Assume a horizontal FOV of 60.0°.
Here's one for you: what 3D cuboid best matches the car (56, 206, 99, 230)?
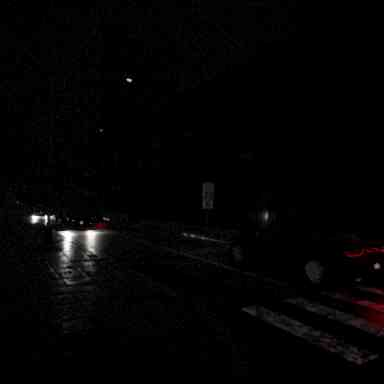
[{"bbox_3d":[-8.344,1.771,23.491,1.837,1.490,4.892,2,-2,-31],"label":"car"}]

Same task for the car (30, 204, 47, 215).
[{"bbox_3d":[-19.309,2.193,42.048,1.895,1.301,4.718,2,-2,-31],"label":"car"}]

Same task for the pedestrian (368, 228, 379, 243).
[{"bbox_3d":[5.973,1.742,10.922,0.500,1.100,0.500,1,0,-31],"label":"pedestrian"}]

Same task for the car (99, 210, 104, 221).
[{"bbox_3d":[-10.032,2.062,32.061,1.895,1.301,4.718,2,-2,-31],"label":"car"}]

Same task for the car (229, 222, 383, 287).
[{"bbox_3d":[3.125,1.627,10.018,1.882,1.535,5.008,2,-1,-31],"label":"car"}]
